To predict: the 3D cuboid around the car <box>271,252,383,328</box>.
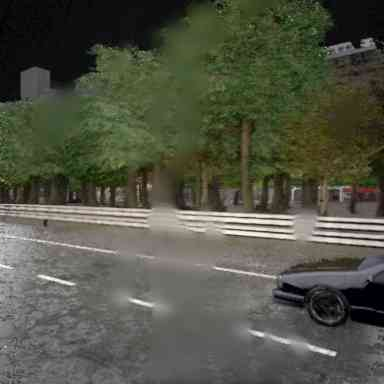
[{"bbox_3d":[4.078,1.548,5.259,5.357,1.411,2.033,0,0,36],"label":"car"}]
